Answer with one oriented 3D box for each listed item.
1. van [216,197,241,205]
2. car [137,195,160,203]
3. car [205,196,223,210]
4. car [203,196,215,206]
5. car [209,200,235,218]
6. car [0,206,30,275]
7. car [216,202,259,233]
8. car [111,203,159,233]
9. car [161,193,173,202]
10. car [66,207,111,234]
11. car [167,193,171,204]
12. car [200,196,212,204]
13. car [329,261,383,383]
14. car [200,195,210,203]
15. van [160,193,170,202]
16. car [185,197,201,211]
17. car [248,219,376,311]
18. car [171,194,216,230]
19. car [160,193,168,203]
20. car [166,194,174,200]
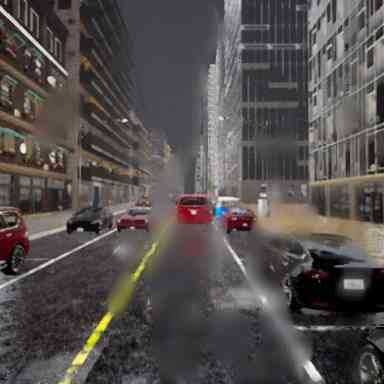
[{"bbox_3d":[2.676,1.304,24.662,1.690,1.788,3.998,1,0,0],"label":"van"},{"bbox_3d":[-5.672,1.251,41.881,2.192,1.841,5.009,1,0,0],"label":"car"},{"bbox_3d":[2.673,1.376,41.756,1.967,1.590,4.097,1,0,0],"label":"car"},{"bbox_3d":[2.670,1.443,53.322,1.752,1.417,4.829,1,0,0],"label":"car"},{"bbox_3d":[2.671,1.520,30.360,1.947,1.339,4.313,1,0,0],"label":"car"},{"bbox_3d":[-5.670,1.304,7.694,2.192,1.841,5.009,1,0,0],"label":"car"},{"bbox_3d":[2.672,1.516,18.965,1.887,1.381,4.507,1,0,0],"label":"car"},{"bbox_3d":[-3.099,1.571,19.511,1.895,1.301,4.718,0,0,0],"label":"car"},{"bbox_3d":[-5.673,1.197,76.067,2.192,1.841,5.009,1,0,0],"label":"car"},{"bbox_3d":[-5.676,1.537,19.090,1.947,1.339,4.313,1,0,0],"label":"car"},{"bbox_3d":[-3.042,1.409,61.039,1.837,1.490,4.892,0,0,1],"label":"car"},{"bbox_3d":[2.669,1.451,64.547,2.008,1.369,4.403,1,0,0],"label":"car"},{"bbox_3d":[2.672,1.563,1.871,1.947,1.339,4.313,1,0,0],"label":"car"},{"bbox_3d":[2.669,1.435,70.245,1.887,1.381,4.507,1,0,0],"label":"car"},{"bbox_3d":[-5.673,1.232,70.370,1.690,1.788,3.998,1,0,0],"label":"van"},{"bbox_3d":[0.098,1.441,41.001,1.837,1.490,4.892,0,0,0],"label":"car"},{"bbox_3d":[2.672,1.555,7.570,1.947,1.339,4.313,1,0,0],"label":"car"},{"bbox_3d":[0.095,1.191,20.729,2.150,2.045,5.566,0,0,0],"label":"car"},{"bbox_3d":[-5.675,1.340,64.672,1.967,1.590,4.097,1,0,0],"label":"car"},{"bbox_3d":[-5.678,1.390,87.293,1.752,1.417,4.829,1,0,0],"label":"car"}]
